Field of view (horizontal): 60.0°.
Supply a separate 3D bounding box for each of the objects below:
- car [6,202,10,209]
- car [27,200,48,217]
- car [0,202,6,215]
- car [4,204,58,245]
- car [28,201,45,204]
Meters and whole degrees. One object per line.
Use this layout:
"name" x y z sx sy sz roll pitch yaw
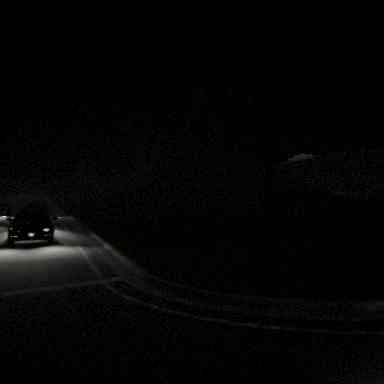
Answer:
"car" -19.431 1.672 33.652 1.994 1.385 4.181 0 0 -24
"car" -15.752 1.640 33.996 1.812 1.442 4.674 0 0 -24
"car" -15.347 1.626 24.533 2.033 1.411 5.357 0 0 -25
"car" -7.747 1.560 16.198 1.837 1.490 4.892 0 0 -24
"car" -11.612 1.575 24.775 2.128 1.511 4.902 0 0 -24
